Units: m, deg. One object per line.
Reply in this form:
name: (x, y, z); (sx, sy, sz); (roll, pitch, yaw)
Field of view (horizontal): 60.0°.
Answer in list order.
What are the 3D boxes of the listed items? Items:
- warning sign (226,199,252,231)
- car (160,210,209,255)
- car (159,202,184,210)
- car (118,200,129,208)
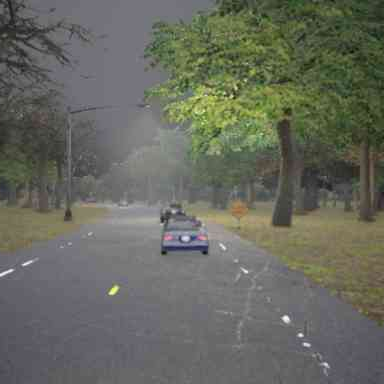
warning sign: (2.792, 1.333, 19.858); (1.300, 1.860, 1.060); (0, -1, -5)
car: (-0.364, 1.698, 14.103); (2.033, 1.411, 5.357); (0, -1, -3)
car: (-1.749, 1.695, 29.235); (2.097, 1.767, 4.553); (0, -1, -7)
car: (-14.427, 2.497, 70.023); (2.128, 1.511, 4.902); (0, -1, -18)
